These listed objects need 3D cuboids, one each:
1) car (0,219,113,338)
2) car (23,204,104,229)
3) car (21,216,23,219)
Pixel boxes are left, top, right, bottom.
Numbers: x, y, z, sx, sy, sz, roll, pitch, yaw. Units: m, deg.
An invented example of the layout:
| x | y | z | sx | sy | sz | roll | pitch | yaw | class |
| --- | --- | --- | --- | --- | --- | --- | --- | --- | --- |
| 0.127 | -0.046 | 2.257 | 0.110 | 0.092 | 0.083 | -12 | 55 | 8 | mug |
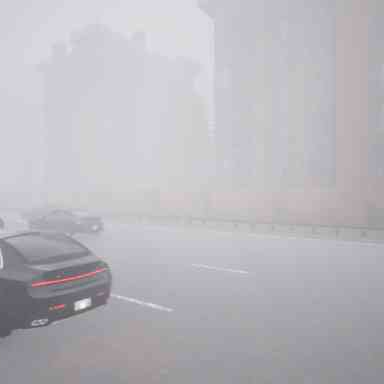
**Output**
| x | y | z | sx | sy | sz | roll | pitch | yaw | class |
| --- | --- | --- | --- | --- | --- | --- | --- | --- | --- |
| -3.675 | 1.508 | 6.620 | 4.892 | 1.490 | 1.837 | 0 | 0 | 36 | car |
| -6.528 | 1.533 | 17.262 | 4.674 | 1.442 | 1.812 | 0 | 0 | 35 | car |
| -10.224 | 1.559 | 24.208 | 5.357 | 1.411 | 2.033 | 0 | 0 | 36 | car |
